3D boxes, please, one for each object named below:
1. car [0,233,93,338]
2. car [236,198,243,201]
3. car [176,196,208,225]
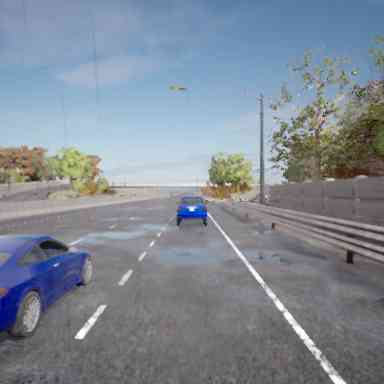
[{"bbox_3d":[-3.404,1.537,6.491,1.812,1.442,4.674,0,0,0],"label":"car"},{"bbox_3d":[12.607,2.398,87.420,1.837,1.490,4.892,0,0,25],"label":"car"},{"bbox_3d":[-0.007,1.276,25.000,2.150,2.045,5.566,0,0,0],"label":"car"}]
